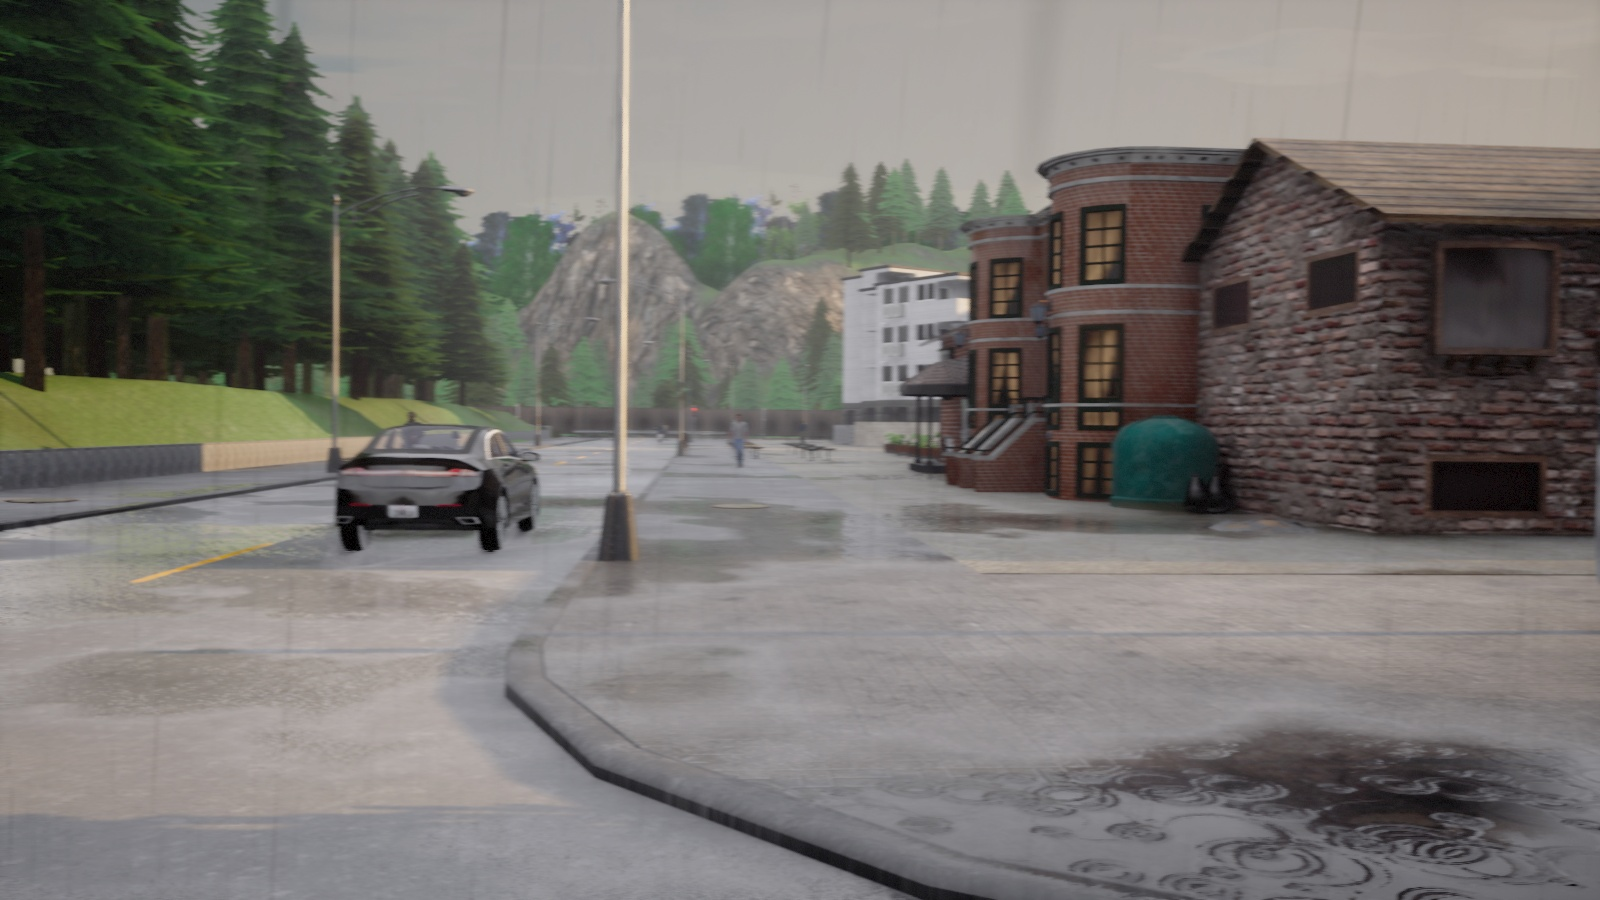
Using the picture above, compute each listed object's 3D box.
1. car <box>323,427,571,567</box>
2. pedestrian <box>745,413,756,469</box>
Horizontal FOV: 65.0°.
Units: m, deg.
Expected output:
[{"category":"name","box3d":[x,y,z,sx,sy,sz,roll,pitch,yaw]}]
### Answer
[{"category":"car","box3d":[-4.338,0.471,16.321,2.128,1.511,4.902,-1,1,-4]},{"category":"pedestrian","box3d":[-1.652,-0.308,41.866,0.354,1.836,0.706,-1,1,-2]}]
